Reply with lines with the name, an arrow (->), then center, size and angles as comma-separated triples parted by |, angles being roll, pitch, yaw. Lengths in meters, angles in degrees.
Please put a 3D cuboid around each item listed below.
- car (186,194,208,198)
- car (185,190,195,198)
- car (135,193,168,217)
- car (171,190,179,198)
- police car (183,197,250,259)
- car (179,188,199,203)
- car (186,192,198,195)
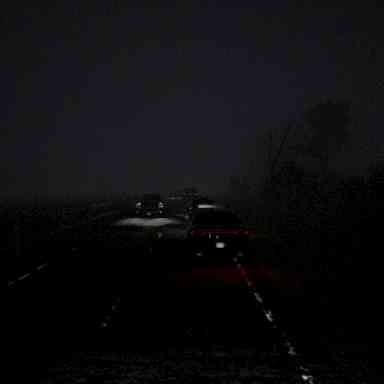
car -> 0.700, 1.111, 21.610 | 1.837, 1.490, 4.892 | 0, 1, 0
car -> -0.372, 0.363, 64.105 | 1.882, 1.535, 5.008 | 0, 1, 0
car -> -2.994, 0.893, 25.299 | 2.097, 1.767, 4.553 | 0, 1, 0
car -> -3.145, 0.342, 66.581 | 1.837, 1.490, 4.892 | 0, 1, 0
police car -> 0.758, 1.208, 11.720 | 1.930, 1.638, 5.238 | 0, 1, 0
car -> -0.260, 0.394, 46.738 | 2.150, 2.045, 5.566 | 0, 1, 0
car -> 0.665, 1.005, 27.609 | 1.837, 1.490, 4.892 | 0, 1, 0
